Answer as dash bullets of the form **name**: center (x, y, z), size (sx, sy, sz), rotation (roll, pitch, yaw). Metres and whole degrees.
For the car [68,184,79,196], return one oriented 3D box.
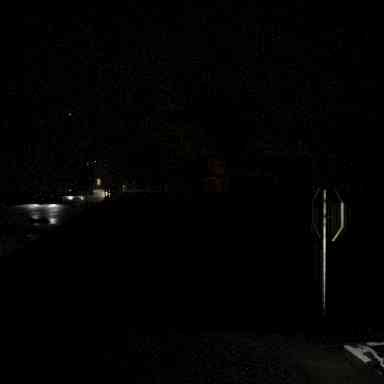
- **car**: center (-16.871, -0.333, 49.268), size (2.097, 1.767, 4.553), rotation (0, 2, -9)

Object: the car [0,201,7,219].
- **car**: center (-11.631, 0.922, 17.618), size (2.033, 1.411, 5.357), rotation (0, 2, -10)

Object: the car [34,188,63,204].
- **car**: center (-14.255, 0.347, 33.223), size (1.837, 1.490, 4.892), rotation (0, 2, -9)
